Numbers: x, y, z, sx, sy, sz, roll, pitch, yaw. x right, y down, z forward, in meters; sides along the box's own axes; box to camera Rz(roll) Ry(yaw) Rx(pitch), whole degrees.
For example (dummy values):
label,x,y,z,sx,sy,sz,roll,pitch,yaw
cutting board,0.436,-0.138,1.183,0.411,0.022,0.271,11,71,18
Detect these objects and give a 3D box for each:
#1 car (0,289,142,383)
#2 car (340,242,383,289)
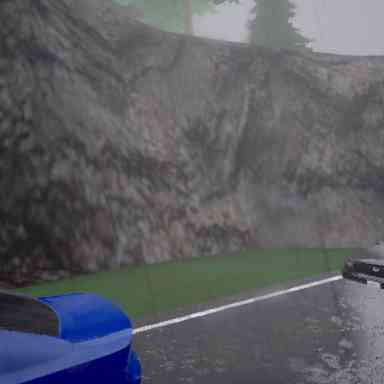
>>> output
label,x,y,z,sx,sy,sz,roll,pitch,yaw
car,-2.766,1.474,2.007,5.008,1.535,1.882,0,0,-35
car,6.181,1.554,8.226,5.357,1.411,2.033,0,0,-27
